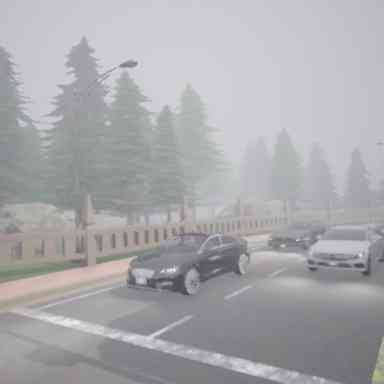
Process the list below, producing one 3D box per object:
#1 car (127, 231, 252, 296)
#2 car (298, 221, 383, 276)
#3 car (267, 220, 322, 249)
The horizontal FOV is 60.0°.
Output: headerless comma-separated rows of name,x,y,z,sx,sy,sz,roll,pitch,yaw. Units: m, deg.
car,0.149,2.000,10.275,2.128,1.511,4.902,-4,-4,36
car,5.645,1.930,11.931,1.812,1.442,4.674,-4,-4,37
car,6.094,2.253,18.179,2.033,1.411,5.357,-4,-4,40
